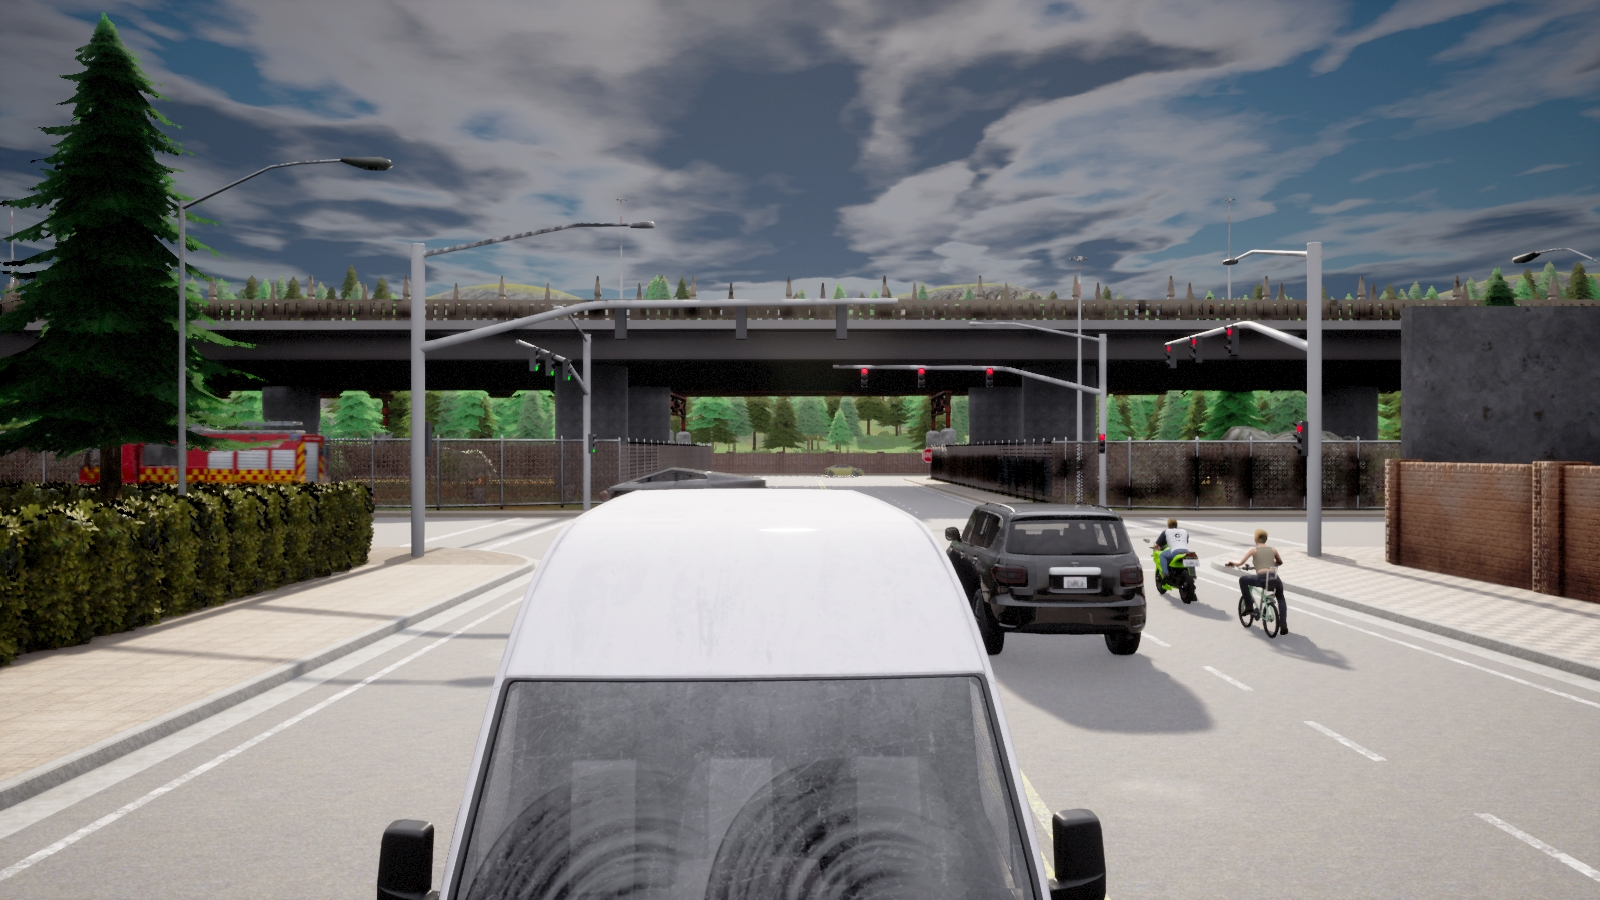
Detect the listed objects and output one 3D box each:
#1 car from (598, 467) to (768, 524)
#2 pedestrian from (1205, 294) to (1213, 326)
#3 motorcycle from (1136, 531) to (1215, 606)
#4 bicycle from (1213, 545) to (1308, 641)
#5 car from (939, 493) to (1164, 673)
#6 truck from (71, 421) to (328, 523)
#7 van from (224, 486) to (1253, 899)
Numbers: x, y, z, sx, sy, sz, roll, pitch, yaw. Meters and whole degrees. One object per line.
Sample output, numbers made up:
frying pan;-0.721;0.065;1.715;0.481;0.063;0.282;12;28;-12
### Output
car;-4.419;1.728;44.026;6.274;2.098;2.390;0;0;0
pedestrian;24.250;-8.300;67.716;0.375;1.860;0.375;0;0;0
motorcycle;6.995;2.187;21.401;0.803;1.199;2.033;0;0;0
bicycle;7.010;2.159;17.481;0.859;1.276;1.487;0;0;0
car;3.496;1.780;17.139;2.150;2.045;5.566;0;0;0
truck;-23.137;0.837;44.317;8.468;3.827;2.891;0;0;0
van;-0.245;1.535;5.164;1.988;2.561;5.915;0;0;-3
